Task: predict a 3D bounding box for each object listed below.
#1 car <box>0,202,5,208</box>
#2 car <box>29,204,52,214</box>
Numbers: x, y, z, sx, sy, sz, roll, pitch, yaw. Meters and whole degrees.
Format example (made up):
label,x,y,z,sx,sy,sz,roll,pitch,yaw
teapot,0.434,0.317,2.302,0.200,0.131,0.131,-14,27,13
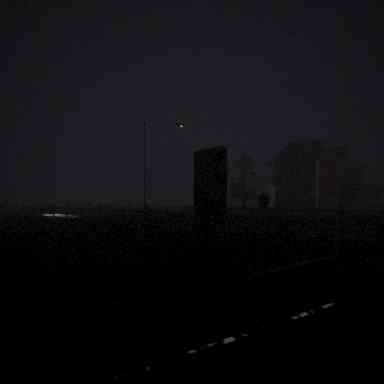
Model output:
label,x,y,z,sx,sy,sz,roll,pitch,yaw
car,-44.511,2.986,76.575,1.994,1.385,4.181,0,-1,-43
car,-22.061,2.460,48.478,1.895,1.301,4.718,0,-1,-43
